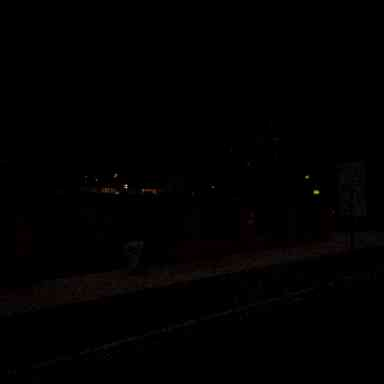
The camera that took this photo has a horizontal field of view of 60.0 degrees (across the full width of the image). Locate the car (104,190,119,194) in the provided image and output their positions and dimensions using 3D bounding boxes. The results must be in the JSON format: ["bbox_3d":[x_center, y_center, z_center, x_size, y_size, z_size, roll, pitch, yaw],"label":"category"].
[{"bbox_3d":[-14.877,0.324,60.866,2.128,1.511,4.902,-2,2,-35],"label":"car"}]

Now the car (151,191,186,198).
[{"bbox_3d":[-2.312,0.752,37.492,2.097,1.767,4.553,-2,2,-34],"label":"car"}]

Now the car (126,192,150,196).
[{"bbox_3d":[-8.005,0.730,45.810,1.812,1.442,4.674,-2,2,-34],"label":"car"}]

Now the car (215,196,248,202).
[{"bbox_3d":[3.647,1.116,28.860,1.837,1.490,4.892,-2,2,-35],"label":"car"}]

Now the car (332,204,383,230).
[{"bbox_3d":[10.453,1.405,19.471,1.994,1.385,4.181,-2,2,-40],"label":"car"}]
